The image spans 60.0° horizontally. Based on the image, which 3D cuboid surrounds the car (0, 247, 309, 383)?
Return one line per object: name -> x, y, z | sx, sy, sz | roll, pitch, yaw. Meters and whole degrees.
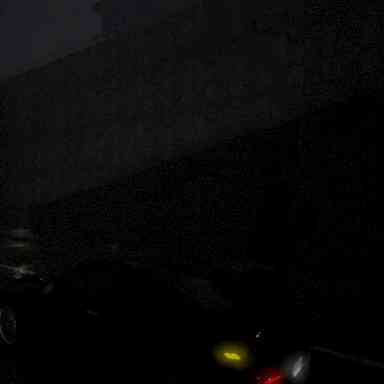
car -> -0.848, 1.526, 4.597 | 4.674, 1.442, 1.812 | 0, 0, 35
